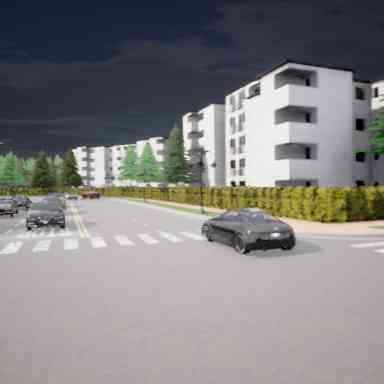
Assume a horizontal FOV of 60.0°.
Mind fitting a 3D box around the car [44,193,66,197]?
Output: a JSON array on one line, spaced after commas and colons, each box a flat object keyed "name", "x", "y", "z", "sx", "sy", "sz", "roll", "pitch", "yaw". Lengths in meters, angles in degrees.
[{"name": "car", "x": -11.683, "y": 1.106, "z": 27.641, "sx": 1.837, "sy": 1.490, "sz": 4.892, "roll": -1, "pitch": 1, "yaw": -21}]

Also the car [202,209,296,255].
[{"name": "car", "x": 1.912, "y": 1.301, "z": 12.365, "sx": 1.994, "sy": 1.385, "sz": 4.181, "roll": -1, "pitch": 1, "yaw": -21}]

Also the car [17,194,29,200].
[{"name": "car", "x": -18.725, "y": 1.011, "z": 36.184, "sx": 2.128, "sy": 1.511, "sz": 4.902, "roll": -1, "pitch": 1, "yaw": -21}]

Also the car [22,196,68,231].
[{"name": "car", "x": -8.261, "y": 1.234, "z": 18.881, "sx": 1.837, "sy": 1.490, "sz": 4.892, "roll": -1, "pitch": 1, "yaw": -23}]

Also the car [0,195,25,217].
[{"name": "car", "x": -15.046, "y": 1.206, "z": 26.633, "sx": 2.033, "sy": 1.411, "sz": 5.357, "roll": -1, "pitch": 1, "yaw": -21}]

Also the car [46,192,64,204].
[{"name": "car", "x": -19.095, "y": 0.822, "z": 46.345, "sx": 2.128, "sy": 1.511, "sz": 4.902, "roll": -1, "pitch": 1, "yaw": -23}]

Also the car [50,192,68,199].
[{"name": "car", "x": -15.255, "y": 0.817, "z": 36.966, "sx": 2.097, "sy": 1.767, "sz": 4.553, "roll": -1, "pitch": 1, "yaw": -21}]

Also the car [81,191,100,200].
[{"name": "car", "x": -17.971, "y": 0.559, "z": 58.890, "sx": 1.882, "sy": 1.535, "sz": 5.008, "roll": -1, "pitch": 1, "yaw": -38}]

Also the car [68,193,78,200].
[{"name": "car", "x": -21.411, "y": 0.744, "z": 57.663, "sx": 1.895, "sy": 1.301, "sz": 4.718, "roll": -1, "pitch": 1, "yaw": -38}]

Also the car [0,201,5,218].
[{"name": "car", "x": -11.613, "y": 1.391, "z": 17.615, "sx": 1.895, "sy": 1.301, "sz": 4.718, "roll": -1, "pitch": 1, "yaw": -19}]
